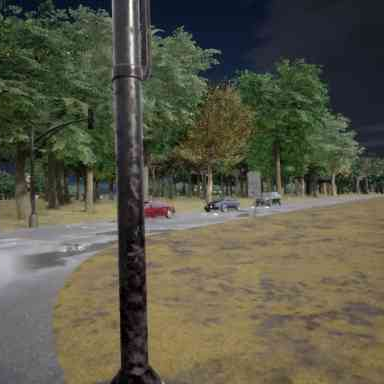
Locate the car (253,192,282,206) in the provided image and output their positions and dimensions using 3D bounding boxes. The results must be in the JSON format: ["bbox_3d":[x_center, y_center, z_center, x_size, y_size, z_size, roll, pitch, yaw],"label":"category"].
[{"bbox_3d":[9.169,0.787,40.220,2.097,1.767,4.553,-3,-1,37],"label":"car"}]

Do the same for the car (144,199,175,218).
[{"bbox_3d":[-3.131,1.277,24.057,1.812,1.442,4.674,-3,-1,37],"label":"car"}]

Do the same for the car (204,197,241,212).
[{"bbox_3d":[2.959,1.155,32.057,1.994,1.385,4.181,-3,-1,37],"label":"car"}]
